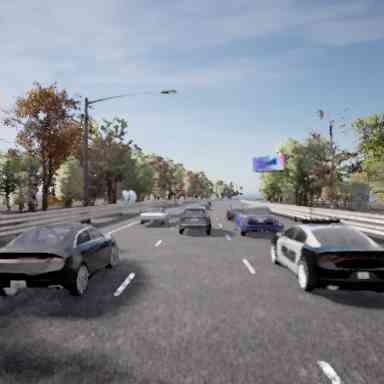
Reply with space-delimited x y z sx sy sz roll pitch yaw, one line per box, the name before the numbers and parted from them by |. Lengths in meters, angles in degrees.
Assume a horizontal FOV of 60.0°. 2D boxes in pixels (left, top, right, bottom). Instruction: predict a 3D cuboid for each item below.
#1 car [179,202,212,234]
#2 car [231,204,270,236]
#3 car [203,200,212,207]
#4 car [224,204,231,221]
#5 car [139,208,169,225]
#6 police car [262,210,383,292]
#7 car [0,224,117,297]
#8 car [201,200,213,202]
car | 0.245 1.688 21.383 2.033 1.649 4.856 0 0 2
car | 3.759 1.599 20.159 2.097 1.767 4.553 0 -1 1
car | 3.456 2.430 73.264 1.837 1.490 4.892 0 -1 6
car | 4.120 1.872 31.058 2.128 1.511 4.902 0 -1 2
car | -2.927 1.922 26.944 1.895 1.301 4.718 0 -1 2
police car | 3.553 1.542 9.423 1.930 1.638 5.238 0 -1 1
car | -3.333 1.593 8.850 2.128 1.511 4.902 0 -1 1
car | 1.889 2.200 52.723 2.033 1.411 5.357 0 -1 4
